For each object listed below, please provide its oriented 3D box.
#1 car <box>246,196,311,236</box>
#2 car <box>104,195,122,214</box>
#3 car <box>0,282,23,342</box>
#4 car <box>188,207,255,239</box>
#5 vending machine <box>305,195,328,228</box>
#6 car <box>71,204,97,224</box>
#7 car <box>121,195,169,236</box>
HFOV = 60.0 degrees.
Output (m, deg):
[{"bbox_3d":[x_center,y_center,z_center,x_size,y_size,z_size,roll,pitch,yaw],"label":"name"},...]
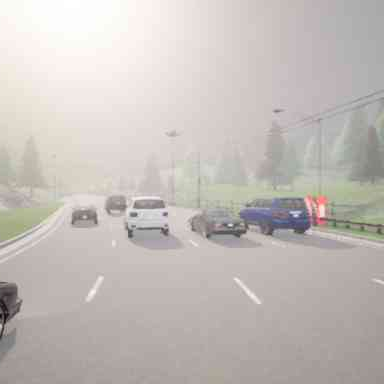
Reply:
[{"bbox_3d":[4.499,1.255,18.968,2.150,2.045,5.566,0,0,-13],"label":"car"},{"bbox_3d":[-8.749,1.367,38.119,2.150,2.045,5.566,0,0,-19],"label":"car"},{"bbox_3d":[-3.616,1.573,3.094,2.033,1.411,5.357,0,0,-4],"label":"car"},{"bbox_3d":[1.206,1.591,17.859,2.033,1.411,5.357,0,0,-13],"label":"car"},{"bbox_3d":[8.095,1.218,21.624,1.100,2.100,0.880,0,0,-14],"label":"vending machine"},{"bbox_3d":[-8.464,1.636,26.197,1.812,1.442,4.674,0,0,-18],"label":"car"},{"bbox_3d":[-2.702,1.288,19.046,2.150,2.045,5.566,0,0,-14],"label":"car"}]
